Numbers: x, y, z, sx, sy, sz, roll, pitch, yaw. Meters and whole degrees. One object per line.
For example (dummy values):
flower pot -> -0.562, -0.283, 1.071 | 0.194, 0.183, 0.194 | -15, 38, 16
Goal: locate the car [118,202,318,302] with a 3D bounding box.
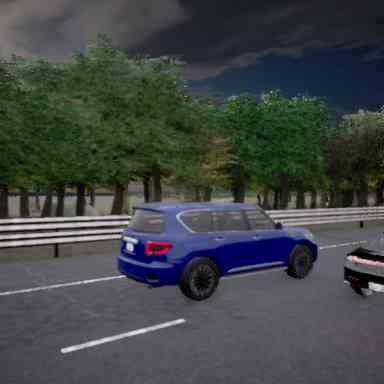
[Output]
car -> 0.878, 1.280, 8.666 | 5.566, 2.045, 2.150 | 0, 0, -35

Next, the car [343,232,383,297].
car -> 5.442, 1.580, 7.565 | 4.902, 1.511, 2.128 | 1, 0, -35
